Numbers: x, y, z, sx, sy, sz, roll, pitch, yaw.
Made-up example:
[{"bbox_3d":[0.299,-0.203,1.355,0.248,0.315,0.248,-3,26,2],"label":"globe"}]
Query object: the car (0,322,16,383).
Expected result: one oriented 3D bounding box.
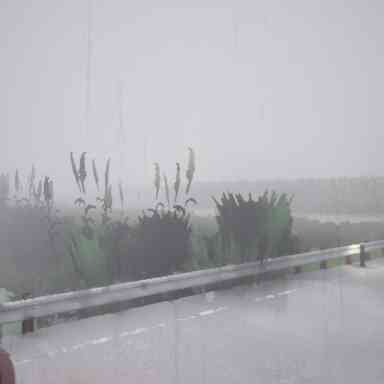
[{"bbox_3d":[-3.608,1.484,1.454,5.008,1.535,1.882,-1,0,-35],"label":"car"}]
